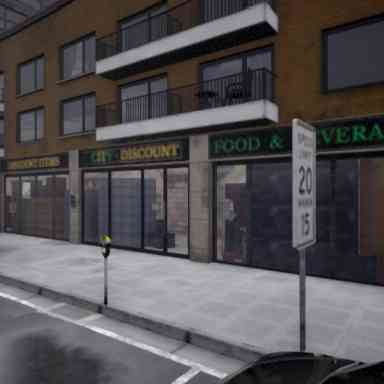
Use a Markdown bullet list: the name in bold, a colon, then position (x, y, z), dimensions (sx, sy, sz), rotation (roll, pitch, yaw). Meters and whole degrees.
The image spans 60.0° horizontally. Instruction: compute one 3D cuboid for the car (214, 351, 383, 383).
- **car**: position (1.843, 1.564, 1.496), dimensions (4.313, 1.339, 1.947), rotation (0, 0, 36)
